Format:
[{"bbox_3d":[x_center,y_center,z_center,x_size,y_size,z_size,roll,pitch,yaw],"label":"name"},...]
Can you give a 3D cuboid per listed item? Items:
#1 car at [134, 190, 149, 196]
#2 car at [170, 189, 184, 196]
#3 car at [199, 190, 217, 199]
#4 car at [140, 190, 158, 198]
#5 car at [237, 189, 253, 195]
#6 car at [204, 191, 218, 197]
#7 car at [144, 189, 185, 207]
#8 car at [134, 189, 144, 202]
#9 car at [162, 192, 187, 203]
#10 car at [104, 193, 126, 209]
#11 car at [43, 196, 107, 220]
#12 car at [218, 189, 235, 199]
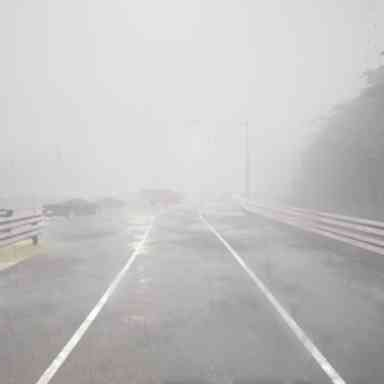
[{"bbox_3d":[-13.833,0.347,91.596,1.882,1.535,5.008,0,1,21],"label":"car"},{"bbox_3d":[-3.878,0.186,88.241,2.097,1.767,4.553,0,1,21],"label":"car"},{"bbox_3d":[2.977,0.407,66.630,2.097,1.767,4.553,0,1,21],"label":"car"},{"bbox_3d":[-9.426,0.427,73.416,2.097,1.767,4.553,0,1,21],"label":"car"},{"bbox_3d":[13.642,0.319,85.130,1.895,1.301,4.718,0,1,20],"label":"car"},{"bbox_3d":[4.643,0.447,81.049,1.895,1.301,4.718,0,1,21],"label":"car"},{"bbox_3d":[-3.254,0.677,40.241,2.150,2.045,5.566,0,1,21],"label":"car"},{"bbox_3d":[-6.266,0.547,52.067,2.150,2.045,5.566,0,1,21],"label":"car"},{"bbox_3d":[-2.654,0.777,51.722,1.882,1.535,5.008,0,1,21],"label":"car"},{"bbox_3d":[-9.022,1.122,34.890,2.033,1.411,5.357,0,1,21],"label":"car"},{"bbox_3d":[-8.929,1.179,25.246,1.882,1.535,5.008,0,1,21],"label":"car"},{"bbox_3d":[6.619,0.592,66.368,1.994,1.385,4.181,0,1,21],"label":"car"}]
